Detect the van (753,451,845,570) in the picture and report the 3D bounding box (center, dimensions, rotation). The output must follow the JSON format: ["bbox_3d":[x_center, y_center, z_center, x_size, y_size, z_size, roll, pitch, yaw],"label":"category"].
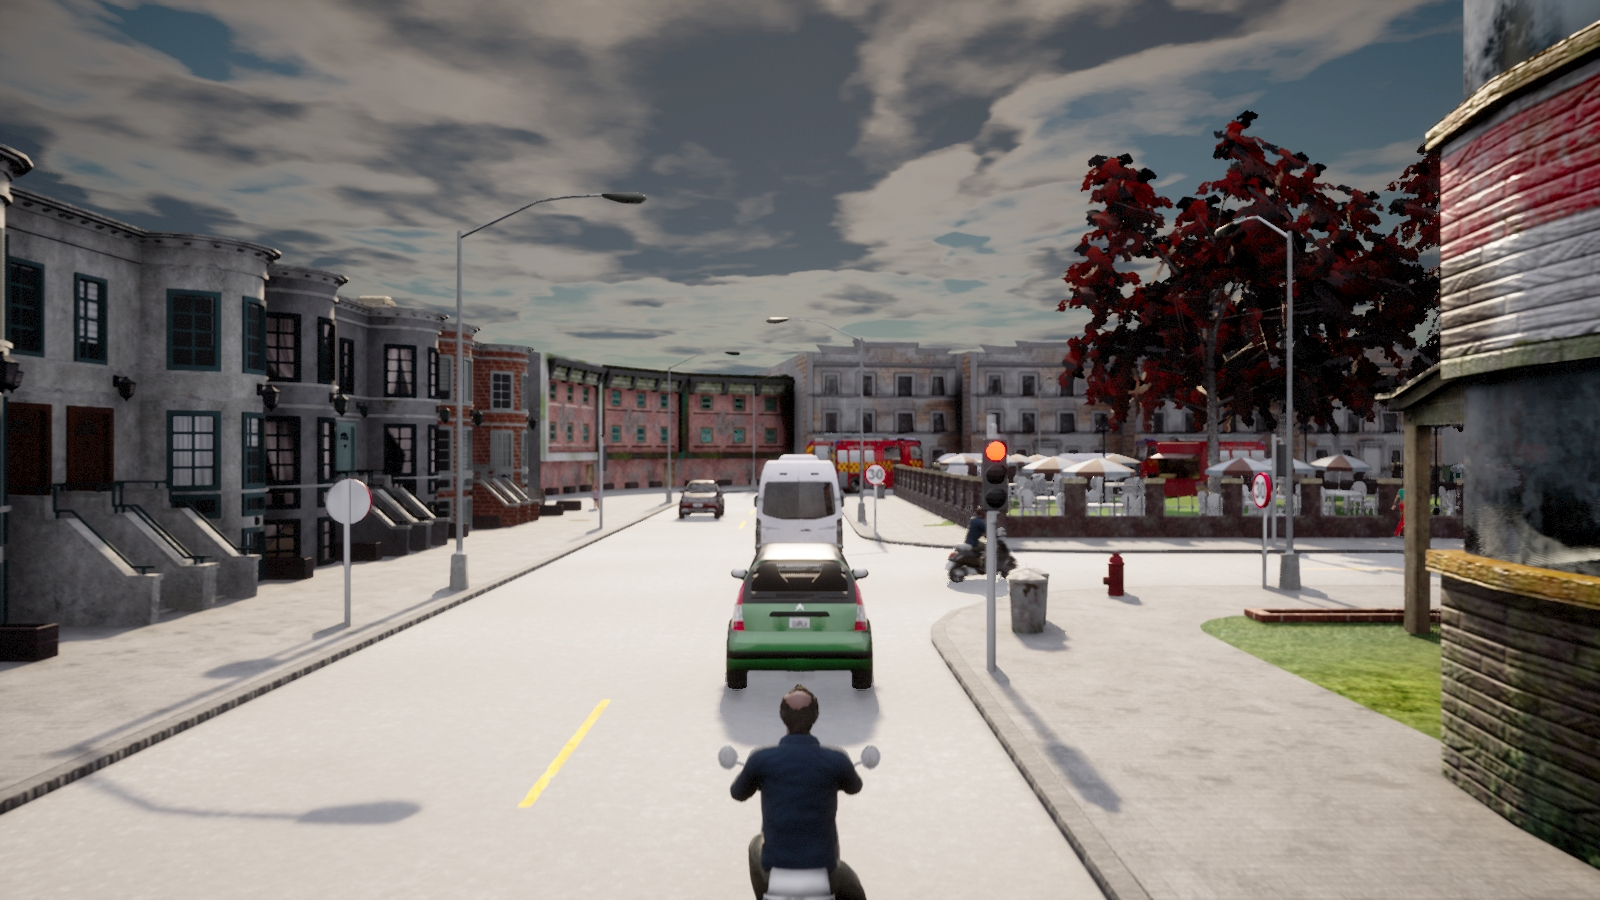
[{"bbox_3d":[-0.029,1.301,27.585,1.988,2.561,5.915,0,0,0],"label":"van"}]

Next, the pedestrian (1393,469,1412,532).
[{"bbox_3d":[18.003,1.499,34.141,0.375,1.860,0.375,0,0,0],"label":"pedestrian"}]

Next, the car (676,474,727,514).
[{"bbox_3d":[-4.047,1.784,47.266,1.789,1.549,3.705,0,0,0],"label":"car"}]

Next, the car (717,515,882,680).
[{"bbox_3d":[-0.012,1.772,14.810,1.851,1.617,3.988,0,0,0],"label":"car"}]

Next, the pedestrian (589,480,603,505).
[{"bbox_3d":[-9.053,1.882,50.729,0.500,1.100,0.500,0,0,0],"label":"pedestrian"}]

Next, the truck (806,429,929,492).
[{"bbox_3d":[4.466,0.637,73.827,8.468,3.827,2.891,0,0,-43],"label":"truck"}]
